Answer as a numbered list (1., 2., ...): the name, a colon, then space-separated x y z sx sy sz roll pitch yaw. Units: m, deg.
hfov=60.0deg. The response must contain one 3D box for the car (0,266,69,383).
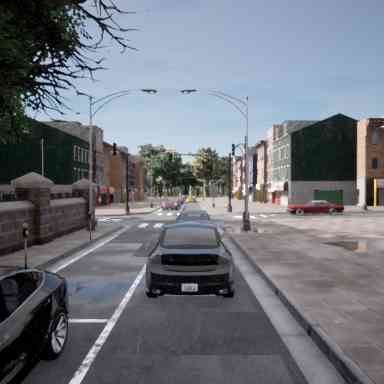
1. car: -2.646 1.565 3.237 1.947 1.339 4.313 -1 0 0

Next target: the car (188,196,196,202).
1. car: -0.046 1.671 82.145 2.033 1.411 5.357 0 0 0

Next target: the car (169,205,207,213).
1. car: 0.091 1.552 15.977 2.033 1.411 5.357 0 0 0

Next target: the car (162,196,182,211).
1. car: -2.670 1.478 41.557 1.967 1.590 4.097 -1 0 0

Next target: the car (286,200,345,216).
1. car: 10.941 1.428 29.835 4.718 1.301 1.895 -1 1 0

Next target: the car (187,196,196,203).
1. car: -0.029 1.582 71.711 1.882 1.535 5.008 0 0 0

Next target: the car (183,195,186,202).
1. car: -2.682 1.628 63.296 1.887 1.381 4.507 -1 0 0

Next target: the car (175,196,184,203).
1. car: -2.688 1.655 74.165 1.887 1.381 4.507 -1 0 0

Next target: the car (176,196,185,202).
1. car: -2.691 1.690 79.600 1.947 1.339 4.313 -1 0 0

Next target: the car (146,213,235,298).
1. car: -0.027 1.505 8.523 1.837 1.490 4.892 0 0 0
